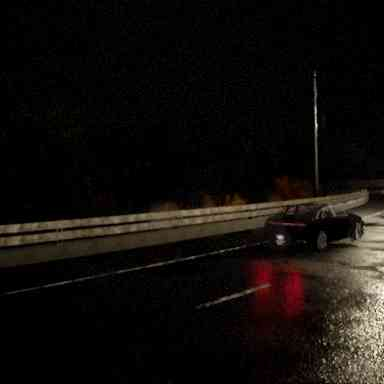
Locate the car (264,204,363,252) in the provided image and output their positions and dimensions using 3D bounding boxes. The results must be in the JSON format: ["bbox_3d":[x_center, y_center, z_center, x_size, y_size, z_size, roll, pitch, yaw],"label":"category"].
[{"bbox_3d":[4.660,1.179,12.409,4.902,1.511,2.128,-2,1,-42],"label":"car"}]
